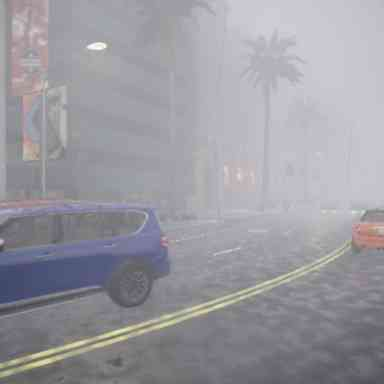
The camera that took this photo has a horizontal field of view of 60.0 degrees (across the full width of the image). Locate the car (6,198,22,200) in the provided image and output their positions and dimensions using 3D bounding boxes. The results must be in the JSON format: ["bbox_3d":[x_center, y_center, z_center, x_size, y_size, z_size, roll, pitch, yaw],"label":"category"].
[{"bbox_3d":[-5.007,1.274,9.158,5.566,2.045,2.150,0,0,-41],"label":"car"}]

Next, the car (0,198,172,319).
[{"bbox_3d":[-2.983,1.257,6.353,5.566,2.045,2.150,0,0,-40],"label":"car"}]

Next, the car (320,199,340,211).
[{"bbox_3d":[18.378,1.650,43.969,2.033,1.411,5.357,0,0,31],"label":"car"}]

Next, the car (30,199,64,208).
[{"bbox_3d":[-22.803,1.738,52.603,1.895,1.301,4.718,0,0,31],"label":"car"}]

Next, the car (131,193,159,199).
[{"bbox_3d":[-6.548,1.216,43.738,2.435,2.045,5.566,0,0,31],"label":"car"}]

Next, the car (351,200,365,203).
[{"bbox_3d":[20.983,1.649,41.501,1.994,1.385,4.181,0,0,31],"label":"car"}]

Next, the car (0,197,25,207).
[{"bbox_3d":[-32.512,1.745,58.966,2.161,1.482,4.786,0,0,31],"label":"car"}]

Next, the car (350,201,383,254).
[{"bbox_3d":[7.750,1.376,13.063,2.097,1.767,4.553,0,0,35],"label":"car"}]
